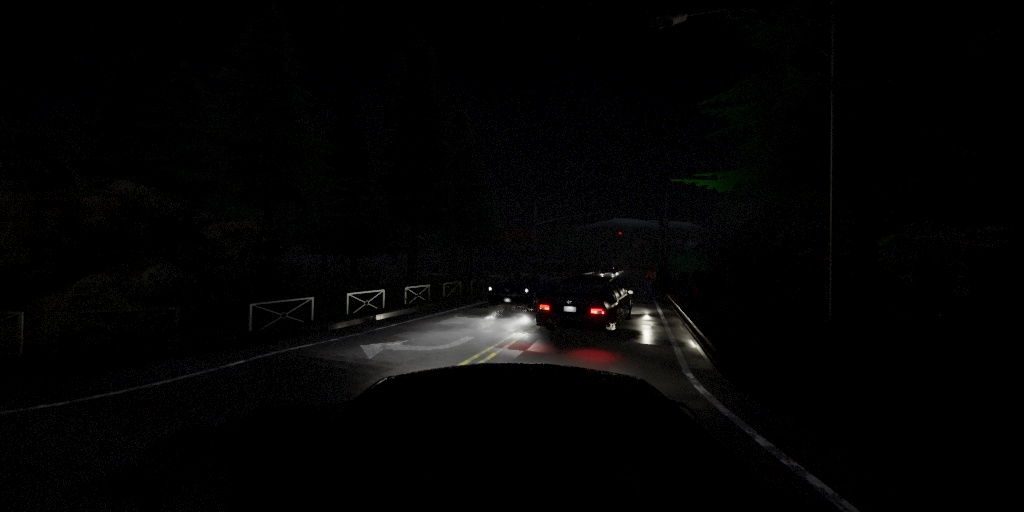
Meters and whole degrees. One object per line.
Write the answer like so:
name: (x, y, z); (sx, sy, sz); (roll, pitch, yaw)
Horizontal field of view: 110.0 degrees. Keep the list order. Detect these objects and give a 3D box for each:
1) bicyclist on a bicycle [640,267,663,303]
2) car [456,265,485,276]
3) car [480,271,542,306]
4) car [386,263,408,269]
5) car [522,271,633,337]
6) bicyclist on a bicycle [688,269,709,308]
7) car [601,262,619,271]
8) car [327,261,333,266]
bicyclist on a bicycle: (6.430, 1.346, 16.490); (1.656, 1.620, 0.582); (1, -1, -31)
car: (-5.306, 1.771, 44.716); (4.181, 1.385, 1.994); (1, -1, 20)
car: (0.561, 1.367, 15.339); (1.895, 1.301, 4.718); (1, -1, 19)
car: (-14.769, 1.636, 48.137); (4.181, 1.385, 1.994); (1, -1, 20)
car: (2.304, 1.280, 10.283); (2.033, 1.411, 5.357); (1, -1, 24)
bicyclist on a bicycle: (7.875, 1.358, 15.107); (1.656, 1.620, 0.582); (1, -1, -34)
car: (15.624, 1.970, 57.913); (2.097, 1.767, 4.553); (1, -1, 20)
car: (-24.540, 1.485, 51.968); (5.357, 1.411, 2.033); (1, -1, 23)
